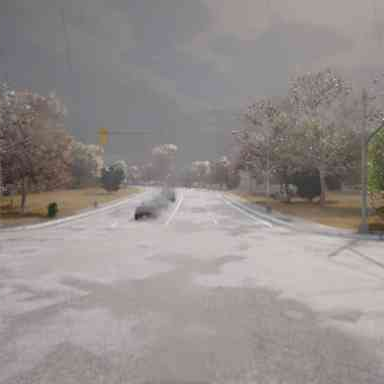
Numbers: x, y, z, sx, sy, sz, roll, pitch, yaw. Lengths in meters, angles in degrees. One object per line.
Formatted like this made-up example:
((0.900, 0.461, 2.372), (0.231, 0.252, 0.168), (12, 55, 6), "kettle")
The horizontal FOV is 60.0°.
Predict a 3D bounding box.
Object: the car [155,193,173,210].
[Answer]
((-3.612, 1.198, 38.226), (1.837, 1.490, 4.892), (0, 2, 0), "car")

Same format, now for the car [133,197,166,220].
((-3.617, 1.473, 28.054), (2.033, 1.411, 5.357), (0, 1, 0), "car")

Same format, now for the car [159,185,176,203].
((-3.578, 0.448, 49.648), (2.150, 2.045, 5.566), (0, 3, 1), "car")
